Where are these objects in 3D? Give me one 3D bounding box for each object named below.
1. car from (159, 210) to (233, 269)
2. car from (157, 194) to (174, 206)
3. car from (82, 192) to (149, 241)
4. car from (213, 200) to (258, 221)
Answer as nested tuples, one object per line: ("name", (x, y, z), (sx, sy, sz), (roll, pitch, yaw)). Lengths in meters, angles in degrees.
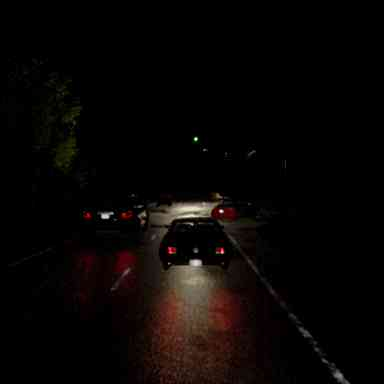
("car", (0.104, 1.469, 10.591), (1.895, 1.301, 4.718), (0, 1, 0))
("car", (-3.386, 1.015, 42.785), (2.033, 1.411, 5.357), (0, 1, 0))
("car", (-3.395, 1.026, 15.716), (2.150, 2.045, 5.566), (0, 1, 0))
("car", (3.181, 1.265, 24.108), (1.994, 1.385, 4.181), (0, 0, 36))
